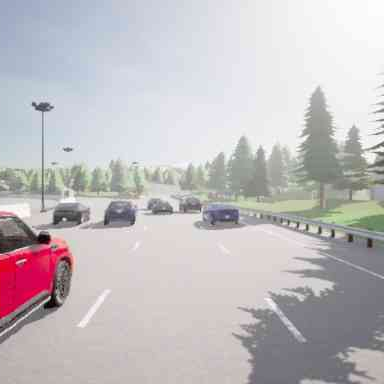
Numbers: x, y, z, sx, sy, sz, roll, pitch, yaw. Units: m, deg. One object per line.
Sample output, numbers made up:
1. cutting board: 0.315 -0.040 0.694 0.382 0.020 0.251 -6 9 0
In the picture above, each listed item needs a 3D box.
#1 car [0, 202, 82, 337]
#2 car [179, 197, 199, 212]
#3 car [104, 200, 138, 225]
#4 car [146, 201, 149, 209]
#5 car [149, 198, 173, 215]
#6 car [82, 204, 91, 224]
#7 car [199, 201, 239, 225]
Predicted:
1. car: -3.531 1.222 4.713 2.150 2.045 5.566 0 0 -2
2. car: -0.232 1.358 38.341 2.097 1.767 4.553 0 0 -10
3. car: -5.117 1.355 24.382 2.097 1.767 4.553 0 0 -7
4. car: -4.824 1.511 43.518 1.837 1.490 4.892 0 0 -12
5. car: -3.134 1.569 34.767 1.994 1.385 4.181 0 0 -10
6. car: -8.594 1.509 24.015 1.837 1.490 4.892 0 0 -7
7. car: 1.983 1.481 24.103 1.882 1.535 5.008 0 0 -7
